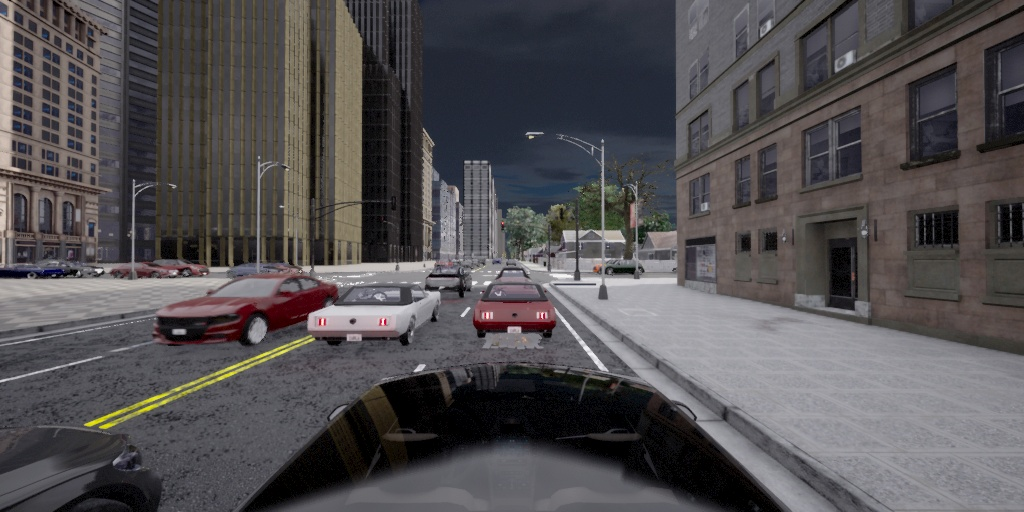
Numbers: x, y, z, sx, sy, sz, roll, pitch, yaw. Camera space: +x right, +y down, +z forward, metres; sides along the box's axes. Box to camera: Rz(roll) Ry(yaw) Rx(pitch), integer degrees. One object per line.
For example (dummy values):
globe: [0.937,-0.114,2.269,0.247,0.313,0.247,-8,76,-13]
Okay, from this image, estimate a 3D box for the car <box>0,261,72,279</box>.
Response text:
car: [-40.354,1.305,29.653,4.718,1.301,1.895,0,-1,-6]

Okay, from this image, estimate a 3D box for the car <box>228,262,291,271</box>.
car: [-22.033,1.271,30.992,4.181,1.385,1.994,0,-1,-3]

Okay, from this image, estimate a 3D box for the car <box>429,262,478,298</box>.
car: [-3.192,1.243,18.682,2.128,1.511,4.902,0,0,0]

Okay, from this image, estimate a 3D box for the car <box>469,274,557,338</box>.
car: [0.061,1.351,10.147,1.895,1.301,4.718,0,0,0]

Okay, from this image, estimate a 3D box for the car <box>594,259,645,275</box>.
car: [11.519,1.124,37.947,4.553,1.767,2.097,0,-1,0]

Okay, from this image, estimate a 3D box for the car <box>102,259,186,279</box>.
car: [-31.141,1.233,30.447,4.674,1.442,1.812,0,-1,-4]

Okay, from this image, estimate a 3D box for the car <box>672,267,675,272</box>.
car: [21.342,1.353,41.157,5.357,1.411,2.033,0,-1,0]

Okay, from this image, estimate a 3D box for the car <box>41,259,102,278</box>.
car: [-40.555,1.229,32.890,4.902,1.511,2.128,0,-1,-6]

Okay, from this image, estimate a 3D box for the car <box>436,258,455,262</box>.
car: [-9.968,1.105,52.593,2.097,1.767,4.553,0,0,0]

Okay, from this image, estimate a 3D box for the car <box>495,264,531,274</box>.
car: [0.055,1.316,18.904,1.994,1.385,4.181,0,0,0]

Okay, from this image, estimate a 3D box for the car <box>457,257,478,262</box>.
car: [-6.718,1.258,54.417,1.837,1.490,4.892,0,0,0]

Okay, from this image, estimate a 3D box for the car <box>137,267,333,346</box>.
car: [-6.576,1.229,9.600,1.882,1.535,5.008,0,0,0]

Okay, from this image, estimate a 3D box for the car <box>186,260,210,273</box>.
car: [-31.252,1.091,33.694,4.553,1.767,2.097,0,-1,-4]

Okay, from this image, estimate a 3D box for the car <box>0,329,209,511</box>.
car: [-3.143,1.275,0.286,1.812,1.442,4.674,0,0,0]

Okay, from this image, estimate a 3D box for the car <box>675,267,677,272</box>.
car: [20.481,1.263,37.910,4.902,1.511,2.128,0,-1,0]

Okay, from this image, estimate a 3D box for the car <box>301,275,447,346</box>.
car: [-3.173,1.352,9.428,1.895,1.301,4.718,0,0,0]

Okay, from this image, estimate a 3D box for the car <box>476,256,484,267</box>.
car: [-6.715,1.258,64.556,1.837,1.490,4.892,0,0,0]
